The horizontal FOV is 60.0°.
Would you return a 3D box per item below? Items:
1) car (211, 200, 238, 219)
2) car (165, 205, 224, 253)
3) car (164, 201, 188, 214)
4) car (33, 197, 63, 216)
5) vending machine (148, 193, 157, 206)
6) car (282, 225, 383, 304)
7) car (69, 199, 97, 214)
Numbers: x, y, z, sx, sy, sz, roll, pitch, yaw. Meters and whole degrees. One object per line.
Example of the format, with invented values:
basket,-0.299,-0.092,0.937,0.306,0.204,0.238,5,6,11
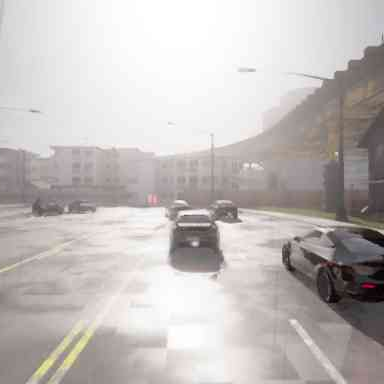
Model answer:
car,2.536,1.496,28.874,1.837,1.490,4.892,1,0,-11
car,0.091,1.501,13.708,1.837,1.490,4.892,0,0,0
car,-1.251,1.516,29.786,1.812,1.442,4.674,0,0,-14
car,-14.174,1.341,32.673,2.097,1.767,4.553,0,0,-35
vending machine,-6.390,1.178,53.854,0.880,2.100,1.100,0,0,39
car,3.578,1.523,7.993,1.812,1.442,4.674,0,0,0
car,-11.826,1.513,35.768,1.812,1.442,4.674,0,0,-37
